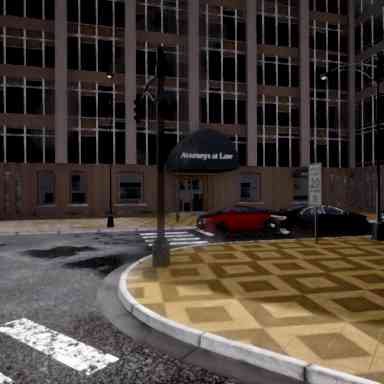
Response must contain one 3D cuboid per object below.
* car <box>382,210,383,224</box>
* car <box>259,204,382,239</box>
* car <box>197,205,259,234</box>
[{"bbox_3d":[13.926,1.292,20.773,4.674,1.442,1.812,0,0,-14],"label":"car"},{"bbox_3d":[6.075,1.309,15.896,4.902,1.511,2.128,0,0,-14],"label":"car"},{"bbox_3d":[2.352,1.417,17.912,4.181,1.385,1.994,-1,0,-14],"label":"car"}]
